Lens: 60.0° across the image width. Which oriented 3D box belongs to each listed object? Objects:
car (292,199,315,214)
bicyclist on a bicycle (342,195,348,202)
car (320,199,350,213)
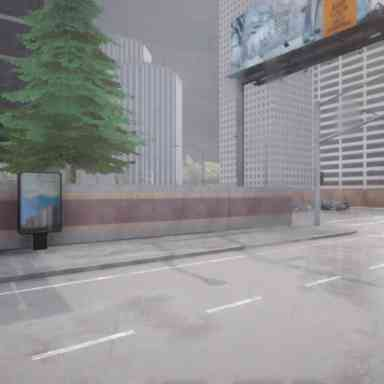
[{"bbox_3d":[10.714,1.488,36.241,2.128,1.511,4.902,0,0,-35],"label":"car"},{"bbox_3d":[21.307,1.299,46.345,1.656,1.620,0.582,0,0,-35],"label":"bicyclist on a bicycle"},{"bbox_3d":[14.861,1.490,36.734,2.128,1.511,4.902,0,0,-35],"label":"car"}]
